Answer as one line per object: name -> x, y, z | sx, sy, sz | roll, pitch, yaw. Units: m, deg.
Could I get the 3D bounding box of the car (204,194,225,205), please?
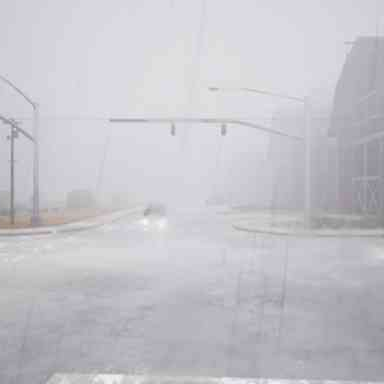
car -> 4.137, 1.361, 60.449 | 1.905, 1.878, 3.866 | -8, 3, -42

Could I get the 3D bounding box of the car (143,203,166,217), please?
car -> -3.593, 1.712, 32.401 | 1.895, 1.301, 4.718 | 0, 0, 0
